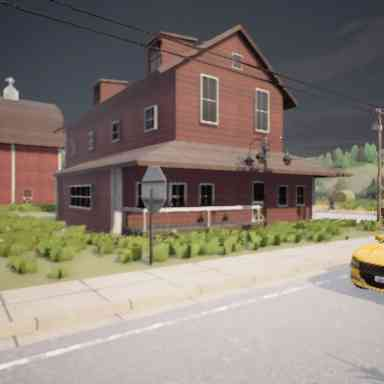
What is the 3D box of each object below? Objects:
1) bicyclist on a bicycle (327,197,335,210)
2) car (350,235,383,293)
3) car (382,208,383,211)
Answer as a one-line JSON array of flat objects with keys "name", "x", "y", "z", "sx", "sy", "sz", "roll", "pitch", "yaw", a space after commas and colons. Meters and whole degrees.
[{"name": "bicyclist on a bicycle", "x": 15.822, "y": 1.372, "z": 37.849, "sx": 1.656, "sy": 1.620, "sz": 0.582, "roll": 0, "pitch": 0, "yaw": -36}, {"name": "car", "x": 5.847, "y": 1.505, "z": 8.115, "sx": 5.008, "sy": 1.535, "sz": 1.882, "roll": 0, "pitch": 0, "yaw": -35}, {"name": "car", "x": 18.083, "y": 1.627, "z": 28.332, "sx": 1.994, "sy": 1.385, "sz": 4.181, "roll": 0, "pitch": 0, "yaw": -35}]
